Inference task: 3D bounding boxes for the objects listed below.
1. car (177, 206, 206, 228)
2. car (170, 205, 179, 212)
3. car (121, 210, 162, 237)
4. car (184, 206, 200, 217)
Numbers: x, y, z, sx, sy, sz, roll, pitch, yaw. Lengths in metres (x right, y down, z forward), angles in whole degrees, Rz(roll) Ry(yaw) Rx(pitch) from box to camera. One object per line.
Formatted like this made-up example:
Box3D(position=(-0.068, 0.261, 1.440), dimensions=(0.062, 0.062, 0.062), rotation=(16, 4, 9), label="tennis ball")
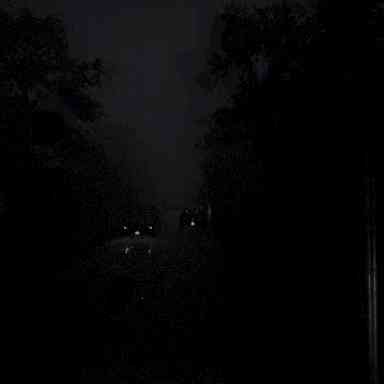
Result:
Box3D(position=(0.053, 1.987, 25.626), dimensions=(1.895, 1.301, 4.718), rotation=(0, -1, 0), label="car")
Box3D(position=(-3.061, 3.097, 62.887), dimensions=(1.994, 1.385, 4.181), rotation=(0, -2, 0), label="car")
Box3D(position=(-2.882, 1.824, 20.140), dimensions=(2.033, 1.411, 5.357), rotation=(0, -1, 0), label="car")
Box3D(position=(-0.027, 2.397, 41.736), dimensions=(1.895, 1.301, 4.718), rotation=(0, -2, 0), label="car")
